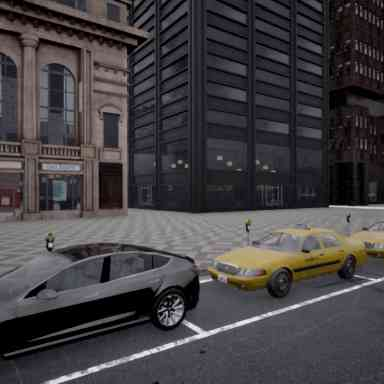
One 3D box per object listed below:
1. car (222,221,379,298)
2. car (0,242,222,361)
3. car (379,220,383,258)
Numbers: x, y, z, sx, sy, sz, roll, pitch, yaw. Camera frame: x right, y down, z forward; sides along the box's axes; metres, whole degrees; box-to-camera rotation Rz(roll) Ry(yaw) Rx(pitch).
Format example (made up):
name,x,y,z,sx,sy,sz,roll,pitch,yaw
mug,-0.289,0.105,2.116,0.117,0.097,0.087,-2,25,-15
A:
name,x,y,z,sx,sy,sz,roll,pitch,yaw
car,2.611,1.525,8.495,4.829,1.417,1.752,0,0,-35
car,-1.850,1.566,5.329,4.313,1.339,1.947,0,0,-35
car,7.211,1.525,11.760,4.829,1.417,1.752,0,0,-35
